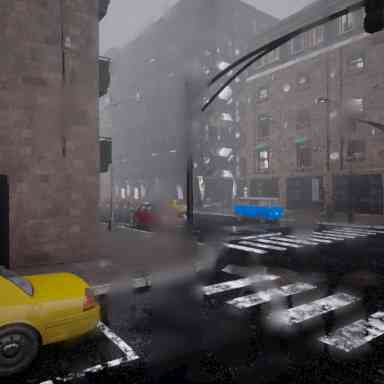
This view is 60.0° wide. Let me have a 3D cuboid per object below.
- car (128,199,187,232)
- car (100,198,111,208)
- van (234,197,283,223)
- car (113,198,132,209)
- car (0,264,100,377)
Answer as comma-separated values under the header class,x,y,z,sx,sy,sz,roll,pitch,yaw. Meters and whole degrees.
class,x,y,z,sx,sy,sz,roll,pitch,yaw
car,-1.917,1.441,19.979,1.967,1.590,4.097,0,0,-36
car,-11.755,1.463,47.795,1.887,1.381,4.507,-1,0,-36
van,4.875,1.280,24.887,1.690,1.788,3.998,0,0,-36
car,-8.429,1.463,43.213,1.887,1.381,4.507,-1,0,-36
car,-3.624,1.526,3.980,4.829,1.417,1.752,0,0,-36
